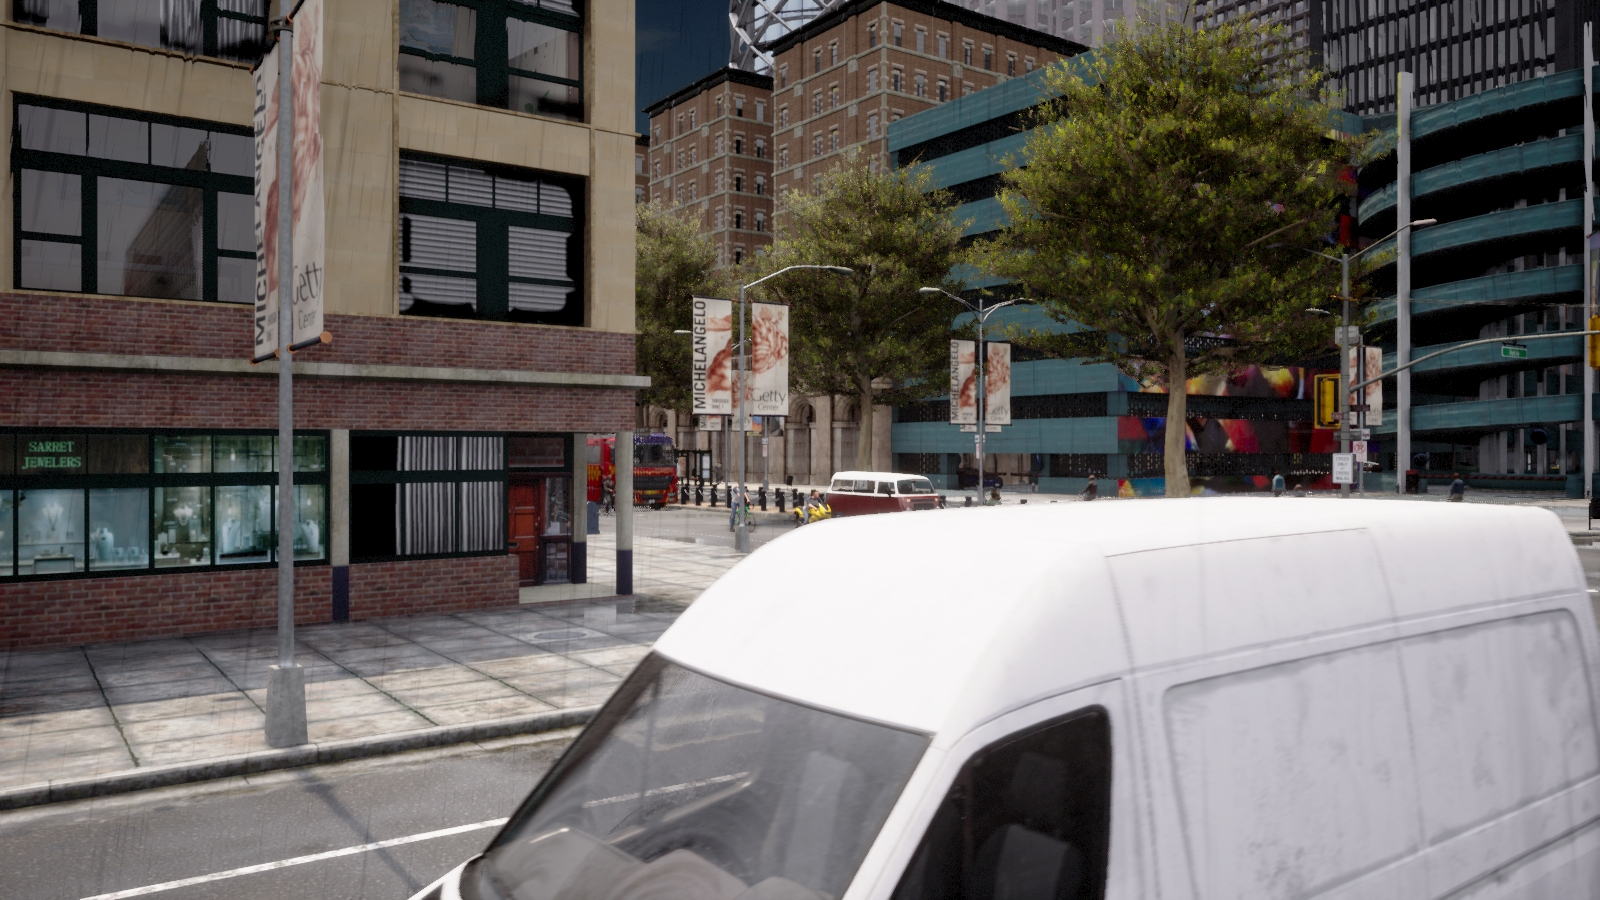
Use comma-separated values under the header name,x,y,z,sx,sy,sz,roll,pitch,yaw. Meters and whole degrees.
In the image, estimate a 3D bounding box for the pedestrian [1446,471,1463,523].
name,x,y,z,sx,sy,sz,roll,pitch,yaw
pedestrian,23.607,1.680,41.185,0.375,1.860,0.375,0,0,-10

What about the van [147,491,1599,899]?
name,x,y,z,sx,sy,sz,roll,pitch,yaw
van,0.949,1.532,4.460,5.915,2.561,1.988,0,0,-35

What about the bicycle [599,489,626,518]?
name,x,y,z,sx,sy,sz,roll,pitch,yaw
bicycle,-7.738,2.201,47.167,0.329,1.171,1.835,0,-1,-35

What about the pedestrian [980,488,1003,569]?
name,x,y,z,sx,sy,sz,roll,pitch,yaw
pedestrian,4.512,1.841,26.931,0.375,1.860,0.375,0,0,-23

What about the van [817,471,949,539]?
name,x,y,z,sx,sy,sz,roll,pitch,yaw
van,2.714,1.773,38.445,2.069,2.038,4.480,0,0,-35

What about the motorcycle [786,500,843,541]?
name,x,y,z,sx,sy,sz,roll,pitch,yaw
motorcycle,0.444,2.205,35.973,0.803,1.145,2.033,0,0,-33

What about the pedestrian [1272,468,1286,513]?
name,x,y,z,sx,sy,sz,roll,pitch,yaw
pedestrian,19.933,1.681,47.504,0.375,1.860,0.375,0,0,-22

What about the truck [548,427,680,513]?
name,x,y,z,sx,sy,sz,roll,pitch,yaw
truck,-9.150,0.881,55.238,2.891,3.827,8.468,0,0,-35
